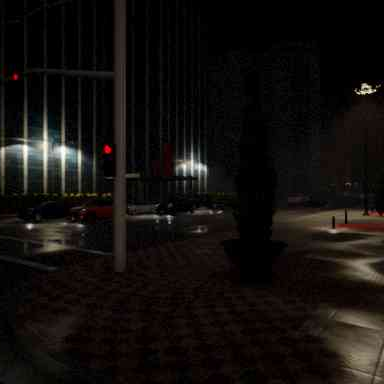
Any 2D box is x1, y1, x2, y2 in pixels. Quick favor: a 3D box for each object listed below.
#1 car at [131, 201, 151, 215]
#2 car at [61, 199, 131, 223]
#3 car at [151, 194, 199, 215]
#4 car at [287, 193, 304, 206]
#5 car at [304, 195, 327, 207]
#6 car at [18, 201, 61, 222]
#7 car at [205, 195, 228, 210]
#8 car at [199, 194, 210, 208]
[{"bbox_3d":[-5.525,1.601,34.674,1.895,1.301,4.718,0,0,35],"label":"car"},{"bbox_3d":[-7.355,1.352,25.927,2.097,1.767,4.553,0,0,35],"label":"car"},{"bbox_3d":[-1.663,1.352,34.086,2.097,1.767,4.553,0,0,35],"label":"car"},{"bbox_3d":[17.618,1.222,55.280,2.150,2.045,5.566,0,0,35],"label":"car"},{"bbox_3d":[19.607,1.352,52.011,2.097,1.767,4.553,0,0,35],"label":"car"},{"bbox_3d":[-11.190,1.478,26.550,1.882,1.535,5.008,0,0,35],"label":"car"},{"bbox_3d":[4.179,1.491,42.442,2.128,1.511,4.902,0,0,35],"label":"car"},{"bbox_3d":[0.610,1.221,43.445,2.150,2.045,5.566,0,0,35],"label":"car"}]
